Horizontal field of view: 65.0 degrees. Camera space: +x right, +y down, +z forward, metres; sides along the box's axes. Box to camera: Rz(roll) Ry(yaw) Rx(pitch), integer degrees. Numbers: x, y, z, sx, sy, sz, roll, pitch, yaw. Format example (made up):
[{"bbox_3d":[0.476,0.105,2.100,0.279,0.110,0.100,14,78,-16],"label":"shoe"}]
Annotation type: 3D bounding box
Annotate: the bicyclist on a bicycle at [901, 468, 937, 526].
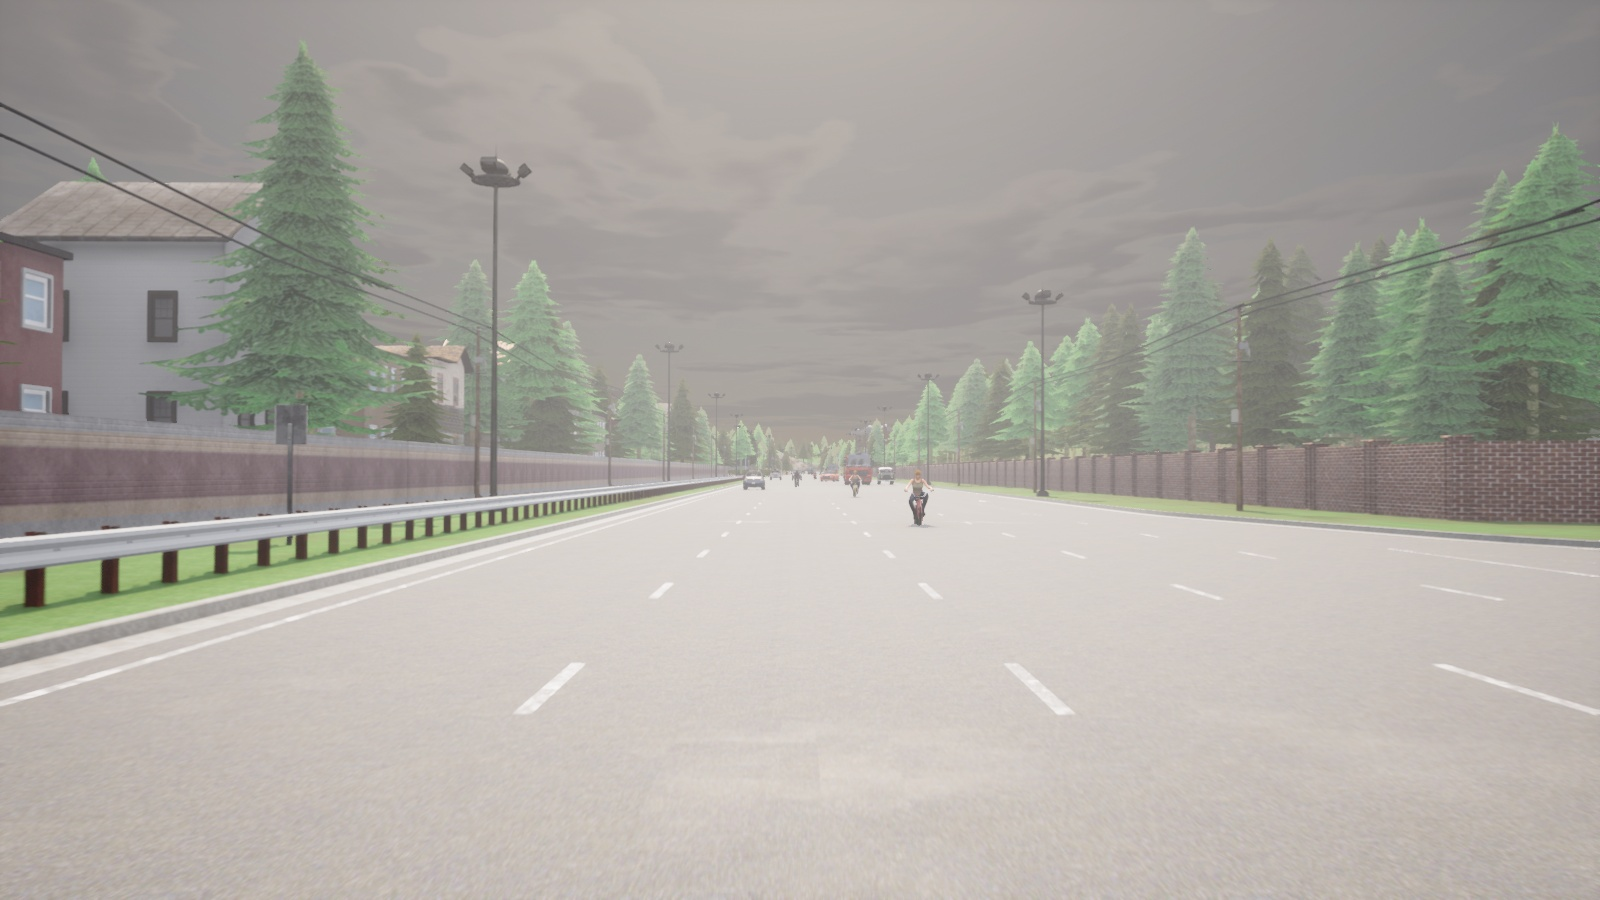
[{"bbox_3d":[3.407,1.340,36.069,0.866,1.612,1.509,0,-1,0],"label":"bicyclist on a bicycle"}]
